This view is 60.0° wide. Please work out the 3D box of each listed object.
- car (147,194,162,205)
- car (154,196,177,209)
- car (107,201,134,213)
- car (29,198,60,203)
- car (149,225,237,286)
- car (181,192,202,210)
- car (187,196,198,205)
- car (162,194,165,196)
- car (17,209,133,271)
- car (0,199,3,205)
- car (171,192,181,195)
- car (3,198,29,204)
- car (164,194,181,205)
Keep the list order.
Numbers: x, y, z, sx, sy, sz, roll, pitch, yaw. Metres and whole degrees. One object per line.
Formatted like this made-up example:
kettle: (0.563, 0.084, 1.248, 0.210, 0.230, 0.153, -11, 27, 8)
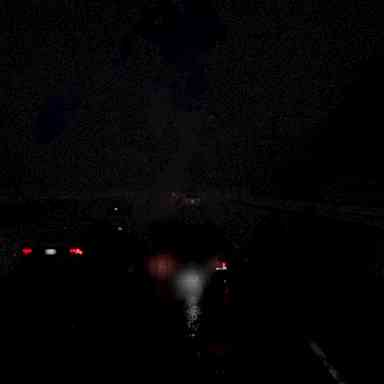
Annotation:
car: (-6.903, 1.481, 59.440, 1.837, 1.490, 4.892, 0, 0, 0)
car: (-3.428, 1.553, 43.710, 1.895, 1.301, 4.718, 0, 0, 0)
car: (-6.944, 1.512, 32.446, 1.994, 1.385, 4.181, 0, 0, 0)
car: (-17.493, 1.517, 41.037, 2.033, 1.411, 5.357, 0, 0, 1)
car: (0.020, 1.570, 9.225, 1.895, 1.301, 4.718, 0, 0, 0)
car: (0.070, 1.167, 42.234, 2.150, 2.045, 5.566, 0, 0, 0)
car: (0.096, 1.443, 59.442, 1.882, 1.535, 5.008, 0, 0, 0)
car: (-6.877, 1.329, 77.330, 2.097, 1.767, 4.553, 0, 0, 0)
car: (-3.479, 1.517, 10.704, 2.033, 1.411, 5.357, 0, 0, 0)
car: (-24.486, 1.545, 41.573, 1.994, 1.385, 4.181, 0, 0, 1)
car: (-3.373, 1.493, 79.372, 2.128, 1.511, 4.902, 0, 0, 0)
car: (-20.989, 1.480, 41.549, 1.837, 1.490, 4.892, 0, 0, 1)
car: (-3.404, 1.534, 59.425, 1.994, 1.385, 4.181, 0, 0, 0)
